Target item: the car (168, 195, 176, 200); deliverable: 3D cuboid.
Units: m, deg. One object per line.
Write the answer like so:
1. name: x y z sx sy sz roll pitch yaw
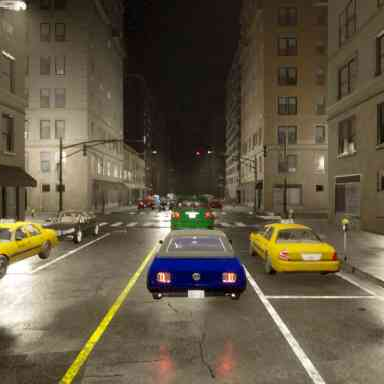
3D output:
1. car: -5.577 1.589 91.947 2.008 1.369 4.403 0 0 0

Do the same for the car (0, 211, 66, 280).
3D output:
1. car: -5.659 1.526 9.966 1.752 1.417 4.829 0 0 0

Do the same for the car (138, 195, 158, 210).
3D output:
1. car: -5.627 1.327 42.435 2.192 1.841 5.009 0 0 0

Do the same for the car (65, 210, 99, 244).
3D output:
1. car: -5.653 1.552 15.661 2.008 1.369 4.403 0 0 0

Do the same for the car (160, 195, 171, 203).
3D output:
1. car: -5.599 1.467 69.942 1.967 1.590 4.097 0 0 0

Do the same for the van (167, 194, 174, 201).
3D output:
1. van: -5.583 1.376 86.447 1.690 1.788 3.998 0 0 0

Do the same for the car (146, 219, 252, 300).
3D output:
1. car: 0.091 1.601 8.358 1.895 1.301 4.718 0 0 0

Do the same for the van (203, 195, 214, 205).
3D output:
1. van: 2.915 1.362 58.930 1.690 1.788 3.998 0 0 0

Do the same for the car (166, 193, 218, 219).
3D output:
1. car: 0.018 1.223 18.125 2.150 2.045 5.566 0 0 0

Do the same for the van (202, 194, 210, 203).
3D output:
1. van: 2.926 1.368 69.933 1.690 1.788 3.998 0 0 0

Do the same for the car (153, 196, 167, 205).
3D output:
1. car: -5.611 1.461 58.939 1.967 1.590 4.097 0 0 0

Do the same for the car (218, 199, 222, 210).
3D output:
1. car: 2.899 1.557 42.426 1.887 1.381 4.507 0 0 0

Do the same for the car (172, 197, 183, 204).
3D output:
1. car: -2.947 1.626 67.197 1.895 1.301 4.718 0 0 0

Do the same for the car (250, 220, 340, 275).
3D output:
1. car: 2.867 1.526 10.296 1.752 1.417 4.829 0 0 0

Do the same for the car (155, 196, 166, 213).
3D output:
1. car: -2.775 1.498 36.926 2.128 1.511 4.902 0 0 -5

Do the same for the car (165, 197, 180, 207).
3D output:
1. car: -3.042 1.510 53.098 2.128 1.511 4.902 0 0 0

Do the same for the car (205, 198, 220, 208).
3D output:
1. car: 2.904 1.581 47.927 1.947 1.339 4.313 0 0 0

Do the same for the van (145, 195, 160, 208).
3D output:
1. van: -5.622 1.356 47.936 1.690 1.788 3.998 0 0 0
